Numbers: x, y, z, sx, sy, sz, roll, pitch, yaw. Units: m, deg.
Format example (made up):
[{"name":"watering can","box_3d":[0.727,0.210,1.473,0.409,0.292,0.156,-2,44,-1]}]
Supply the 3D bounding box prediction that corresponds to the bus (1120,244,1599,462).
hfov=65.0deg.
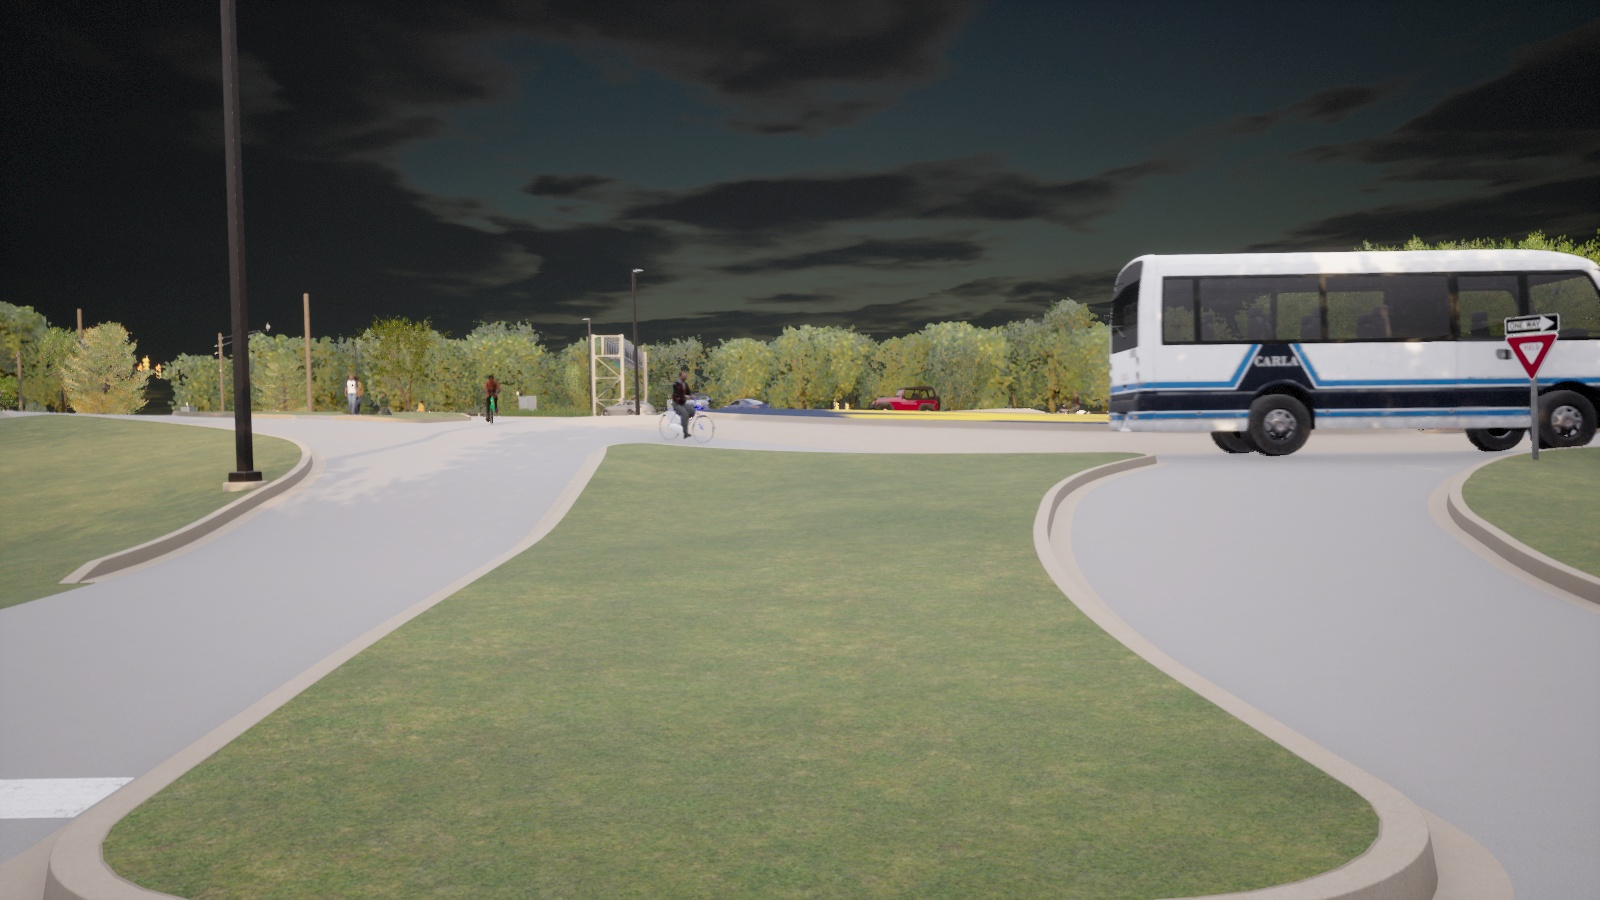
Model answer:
[{"name":"bus","box_3d":[12.408,-1.930,26.679,10.273,4.253,3.944,0,1,2]}]

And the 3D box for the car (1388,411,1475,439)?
[{"name":"car","box_3d":[39.156,-1.564,77.894,4.514,1.525,2.007,1,3,-11]}]

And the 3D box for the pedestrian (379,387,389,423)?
[{"name":"pedestrian","box_3d":[-21.745,-2.340,65.669,0.353,1.847,0.614,-1,1,-10]}]

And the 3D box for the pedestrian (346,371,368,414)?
[{"name":"pedestrian","box_3d":[-19.519,-2.521,55.316,0.874,1.855,0.900,-2,1,-20]}]

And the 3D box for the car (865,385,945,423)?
[{"name":"car","box_3d":[5.596,-2.456,67.165,3.866,1.878,1.905,1,0,-8]}]

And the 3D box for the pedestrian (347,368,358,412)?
[{"name":"pedestrian","box_3d":[-19.000,-2.534,53.343,0.354,1.836,0.706,-2,1,-18]}]

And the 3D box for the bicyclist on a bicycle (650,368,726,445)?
[{"name":"bicyclist on a bicycle","box_3d":[-2.771,-1.075,30.925,1.843,1.776,0.659,5,4,37]}]

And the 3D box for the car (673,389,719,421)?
[{"name":"car","box_3d":[-5.454,-2.337,66.202,1.816,1.474,4.193,-1,0,4]}]

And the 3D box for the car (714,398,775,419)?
[{"name":"car","box_3d":[-3.933,-2.876,87.777,1.812,1.442,4.674,-2,2,-39]}]
